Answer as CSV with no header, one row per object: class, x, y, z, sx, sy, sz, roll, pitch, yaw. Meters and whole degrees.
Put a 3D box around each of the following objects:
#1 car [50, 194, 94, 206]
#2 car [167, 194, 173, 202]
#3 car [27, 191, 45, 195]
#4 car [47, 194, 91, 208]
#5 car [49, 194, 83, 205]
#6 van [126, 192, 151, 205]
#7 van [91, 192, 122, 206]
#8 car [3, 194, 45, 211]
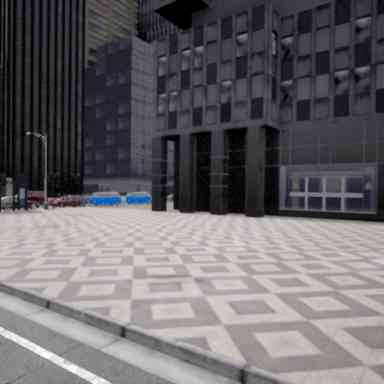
car,-16.065,1.034,44.715,2.033,1.411,5.357,1,1,35
car,-3.870,1.016,61.726,1.812,1.442,4.674,1,0,35
car,-20.984,0.763,42.379,2.192,1.841,5.009,1,1,35
car,-14.036,1.162,37.449,1.802,1.307,4.206,1,1,35
car,-17.701,1.027,47.012,1.802,1.307,4.206,1,1,35
van,-7.460,0.916,46.706,1.690,1.788,3.998,1,1,35
van,-10.746,0.918,42.077,1.690,1.788,3.998,1,1,35
car,-17.322,1.134,32.819,2.008,1.369,4.403,1,1,35
